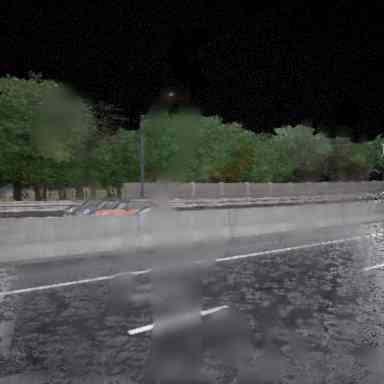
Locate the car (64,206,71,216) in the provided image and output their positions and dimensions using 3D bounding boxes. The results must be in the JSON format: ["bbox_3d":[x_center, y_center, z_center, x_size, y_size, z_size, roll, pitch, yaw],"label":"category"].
[{"bbox_3d":[-8.180,1.352,27.682,4.553,1.767,2.097,0,0,-33],"label":"car"}]

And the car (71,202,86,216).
[{"bbox_3d":[-6.357,1.380,25.124,4.553,1.767,2.097,0,0,-35],"label":"car"}]

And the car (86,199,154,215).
[{"bbox_3d":[-4.326,1.401,22.274,4.553,1.767,2.097,0,0,-35],"label":"car"}]

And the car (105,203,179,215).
[{"bbox_3d":[-2.317,1.554,19.408,4.674,1.442,1.812,0,0,-35],"label":"car"}]
